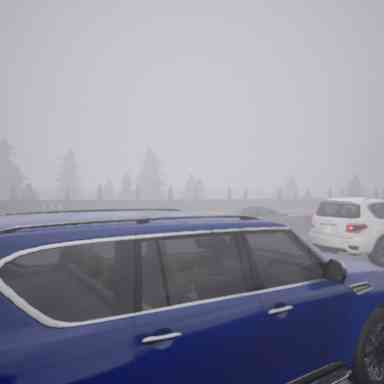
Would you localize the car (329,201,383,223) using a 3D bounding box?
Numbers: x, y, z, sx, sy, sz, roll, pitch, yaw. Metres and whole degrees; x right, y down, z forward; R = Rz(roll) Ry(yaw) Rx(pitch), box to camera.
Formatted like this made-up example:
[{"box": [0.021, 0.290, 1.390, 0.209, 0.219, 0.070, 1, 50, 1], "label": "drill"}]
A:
[{"box": [13.369, 1.514, 26.084, 4.892, 1.490, 1.837, 0, 0, -20], "label": "car"}]

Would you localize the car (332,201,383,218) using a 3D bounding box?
[{"box": [15.356, 1.543, 30.494, 4.674, 1.442, 1.812, 0, 0, -18], "label": "car"}]

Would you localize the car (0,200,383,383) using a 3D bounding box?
[{"box": [0.091, 1.212, 3.647, 5.566, 2.045, 2.150, 0, 0, -34], "label": "car"}]

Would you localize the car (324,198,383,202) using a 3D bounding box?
[{"box": [6.585, 1.214, 11.499, 5.566, 2.045, 2.150, 0, 0, -27], "label": "car"}]

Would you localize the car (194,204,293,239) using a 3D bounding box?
[{"box": [2.761, 1.453, 17.563, 5.008, 1.535, 1.882, 0, 0, -27], "label": "car"}]
